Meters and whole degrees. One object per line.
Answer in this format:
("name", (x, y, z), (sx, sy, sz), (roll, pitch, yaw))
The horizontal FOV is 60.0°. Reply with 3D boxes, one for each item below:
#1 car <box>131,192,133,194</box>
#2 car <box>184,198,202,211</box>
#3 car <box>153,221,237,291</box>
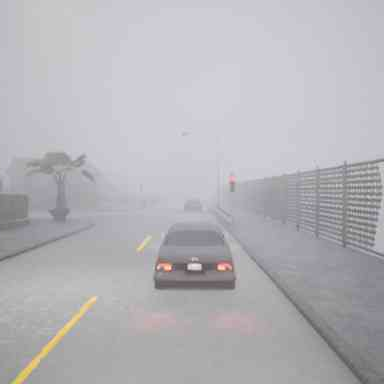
("car", (-17.176, 0.797, 87.152), (3.633, 1.501, 1.845), (0, 0, 0))
("car", (0.147, 1.416, 38.257), (1.994, 1.385, 4.181), (0, 0, 0))
("car", (0.074, 1.512, 9.058), (2.033, 1.411, 5.357), (0, 0, 1))
